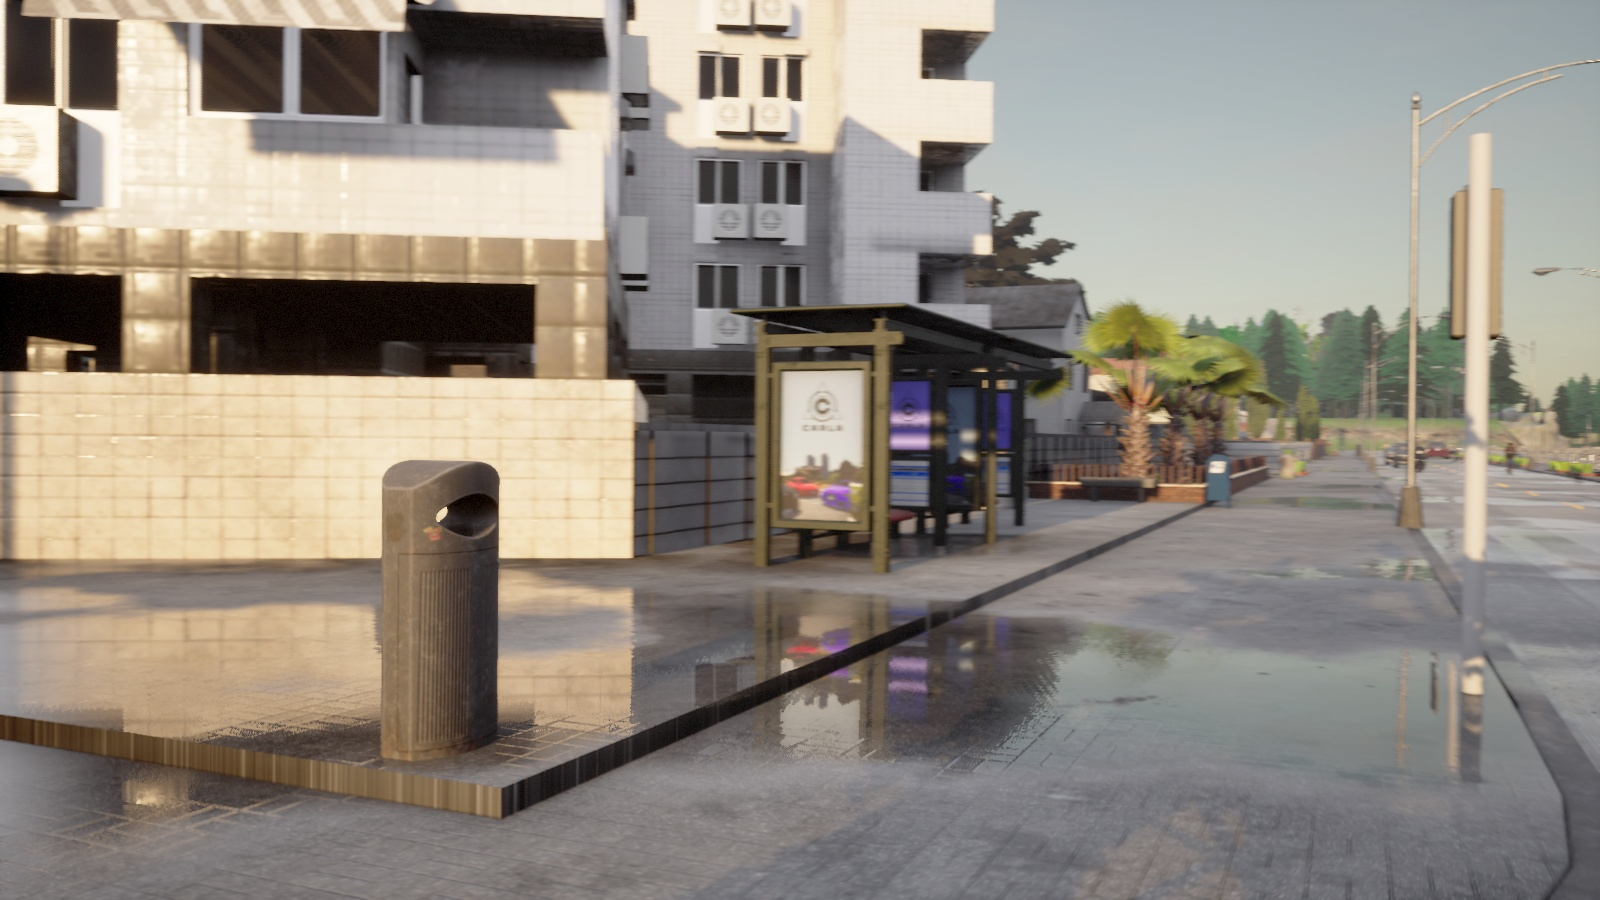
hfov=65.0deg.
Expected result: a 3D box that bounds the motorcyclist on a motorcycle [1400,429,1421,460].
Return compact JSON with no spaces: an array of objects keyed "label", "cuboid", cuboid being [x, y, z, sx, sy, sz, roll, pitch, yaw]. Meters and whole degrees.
[{"label":"motorcyclist on a motorcycle","cuboid":[31.459,-0.297,64.736,0.866,1.590,1.817,0,1,23]}]

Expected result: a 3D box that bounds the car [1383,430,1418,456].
[{"label":"car","cuboid":[36.599,-0.457,76.574,1.789,1.549,3.705,0,1,23]}]

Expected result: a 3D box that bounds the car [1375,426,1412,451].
[{"label":"car","cuboid":[41.362,-0.828,87.547,2.152,1.651,5.027,0,1,23]}]
